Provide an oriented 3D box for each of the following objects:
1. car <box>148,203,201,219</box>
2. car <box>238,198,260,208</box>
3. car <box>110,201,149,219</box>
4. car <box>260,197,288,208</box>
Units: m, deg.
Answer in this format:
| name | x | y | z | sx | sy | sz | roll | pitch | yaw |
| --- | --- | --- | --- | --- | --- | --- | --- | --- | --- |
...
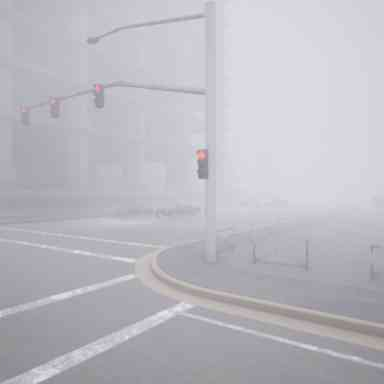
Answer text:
| name | x | y | z | sx | sy | sz | roll | pitch | yaw |
| --- | --- | --- | --- | --- | --- | --- | --- | --- | --- |
| car | -1.293 | 1.605 | 28.949 | 1.895 | 1.301 | 4.718 | 0 | 0 | 36 |
| car | 8.378 | 1.580 | 48.429 | 1.994 | 1.385 | 4.181 | 0 | 0 | 36 |
| car | -5.140 | 1.541 | 29.551 | 1.812 | 1.442 | 4.674 | 0 | 0 | 35 |
| car | 12.029 | 1.481 | 47.500 | 1.882 | 1.535 | 5.008 | 0 | 0 | 36 |
